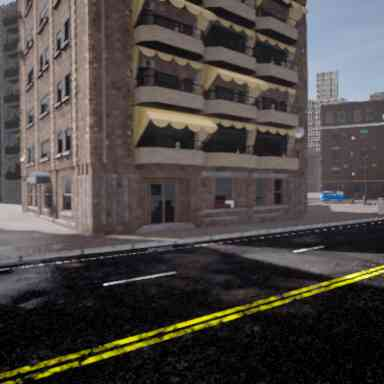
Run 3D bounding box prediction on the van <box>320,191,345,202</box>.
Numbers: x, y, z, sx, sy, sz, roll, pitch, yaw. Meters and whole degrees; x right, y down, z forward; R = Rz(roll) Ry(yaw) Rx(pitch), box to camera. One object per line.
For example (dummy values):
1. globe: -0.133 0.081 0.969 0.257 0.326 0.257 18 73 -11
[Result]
1. van: 24.421 0.752 57.729 3.998 1.788 1.690 1 0 21
